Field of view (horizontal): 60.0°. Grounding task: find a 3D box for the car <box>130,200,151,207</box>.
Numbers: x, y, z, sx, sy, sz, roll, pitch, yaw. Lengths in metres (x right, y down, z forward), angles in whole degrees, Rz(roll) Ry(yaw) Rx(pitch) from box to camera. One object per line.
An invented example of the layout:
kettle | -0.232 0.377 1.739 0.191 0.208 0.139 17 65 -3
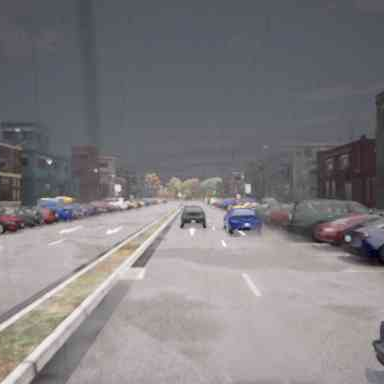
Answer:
car | -12.651 2.788 81.365 4.792 1.488 2.163 0 -1 0

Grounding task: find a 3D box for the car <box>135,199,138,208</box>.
car | -12.656 2.377 59.141 4.792 1.488 2.163 0 -1 0

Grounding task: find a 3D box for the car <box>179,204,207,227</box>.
car | 0.099 1.816 25.539 1.837 1.490 4.892 0 0 0

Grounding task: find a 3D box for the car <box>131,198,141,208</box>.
car | -12.866 2.396 61.921 5.366 1.575 1.946 0 -1 0

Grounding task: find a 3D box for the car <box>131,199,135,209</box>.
car | -12.662 2.326 56.364 4.792 1.488 2.163 0 -1 0

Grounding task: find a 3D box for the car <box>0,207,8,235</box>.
car | -12.736 1.712 17.337 4.792 1.488 2.163 0 -1 0

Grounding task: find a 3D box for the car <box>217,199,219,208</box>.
car | 7.594 2.392 61.010 5.008 1.535 2.097 0 -1 0

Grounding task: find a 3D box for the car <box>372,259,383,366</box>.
car | 3.098 1.561 1.545 2.033 1.411 5.357 0 -1 0

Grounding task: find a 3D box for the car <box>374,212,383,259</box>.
car | 7.670 1.448 8.628 4.553 1.767 2.185 0 -1 0

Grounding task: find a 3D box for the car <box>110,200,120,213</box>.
car | -12.710 2.141 45.122 4.674 1.452 2.002 0 -1 0

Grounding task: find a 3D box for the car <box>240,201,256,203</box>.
car | 7.609 1.936 33.439 4.792 1.488 2.163 0 -1 0

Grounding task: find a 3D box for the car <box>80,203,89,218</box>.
car | -12.745 1.883 31.356 4.892 1.521 2.231 0 -1 0

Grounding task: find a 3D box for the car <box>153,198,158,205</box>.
car | -12.687 2.959 92.482 4.892 1.521 2.231 0 -1 0

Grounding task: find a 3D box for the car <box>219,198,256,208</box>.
car | 7.588 1.981 52.745 5.566 2.045 2.435 0 -1 0

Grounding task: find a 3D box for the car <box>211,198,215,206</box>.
car | 7.549 2.361 72.043 5.566 2.045 2.435 0 -1 0

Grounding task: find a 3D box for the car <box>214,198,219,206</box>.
car | 7.552 2.432 69.284 4.553 1.767 2.185 0 -1 0

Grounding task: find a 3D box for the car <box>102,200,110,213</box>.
car | -12.730 2.011 39.567 4.892 1.521 2.231 0 -1 0

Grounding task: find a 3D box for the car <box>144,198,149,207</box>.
car | -12.675 2.606 73.028 5.008 1.535 2.097 0 -1 0

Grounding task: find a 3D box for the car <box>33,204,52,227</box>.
car | -12.748 1.760 22.895 4.892 1.521 2.231 0 -1 0

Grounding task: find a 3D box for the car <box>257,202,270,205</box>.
car | 7.607 1.660 25.170 4.553 1.767 2.185 0 -1 0

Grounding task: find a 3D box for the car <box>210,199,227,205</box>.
car | 7.565 2.894 93.977 4.553 1.767 2.185 0 -1 0

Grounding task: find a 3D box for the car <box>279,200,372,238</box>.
car | 7.667 1.424 16.901 5.566 2.045 2.435 0 -1 0

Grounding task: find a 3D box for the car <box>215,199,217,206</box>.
car | 7.586 2.545 66.654 4.674 1.452 2.002 0 -1 0

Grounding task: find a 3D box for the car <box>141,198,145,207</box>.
car | -12.676 2.500 67.353 5.008 1.535 2.097 0 -1 0

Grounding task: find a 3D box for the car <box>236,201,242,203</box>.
car | 7.609 1.979 36.195 4.792 1.488 2.163 0 -1 0

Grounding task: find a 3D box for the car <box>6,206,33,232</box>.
car | -12.765 1.720 20.115 5.008 1.535 2.097 0 -1 0

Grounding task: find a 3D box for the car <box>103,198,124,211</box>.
car | -12.739 2.024 47.995 4.553 1.767 2.185 0 -1 0

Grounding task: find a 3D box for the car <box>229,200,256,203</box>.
car | 7.453 1.991 38.952 5.366 1.575 1.946 0 -1 0

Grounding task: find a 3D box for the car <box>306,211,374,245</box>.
car | 7.636 1.680 14.140 4.674 1.452 2.002 0 -1 0

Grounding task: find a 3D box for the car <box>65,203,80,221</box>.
car | -12.738 1.841 28.577 5.008 1.535 2.097 0 -1 0

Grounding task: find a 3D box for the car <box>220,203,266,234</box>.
car | 3.098 1.729 21.194 1.882 1.535 5.008 0 -1 0

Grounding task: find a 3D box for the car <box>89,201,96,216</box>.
car | -12.731 1.963 34.009 4.674 1.452 2.002 0 -1 0

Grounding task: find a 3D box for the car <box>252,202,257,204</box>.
car | 7.668 1.854 27.924 4.792 1.488 2.163 0 -1 0

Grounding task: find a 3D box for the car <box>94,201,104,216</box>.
car | -12.757 1.995 36.788 4.792 1.488 2.163 0 -1 0

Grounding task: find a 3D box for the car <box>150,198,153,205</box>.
car | -12.648 2.457 78.590 5.566 2.045 2.435 0 -1 0

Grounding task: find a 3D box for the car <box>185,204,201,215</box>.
car | 0.094 2.160 41.748 1.895 1.301 4.718 0 -1 0

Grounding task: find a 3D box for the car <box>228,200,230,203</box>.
car | 7.661 2.115 44.470 4.792 1.488 2.163 0 -1 0

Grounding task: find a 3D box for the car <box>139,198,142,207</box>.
car | -12.704 2.480 64.698 4.792 1.488 2.163 0 -1 0

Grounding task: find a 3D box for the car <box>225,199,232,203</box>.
car | 7.812 2.130 47.229 5.366 1.575 1.946 0 -1 0

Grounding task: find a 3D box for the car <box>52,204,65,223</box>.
car | -12.778 1.828 25.672 4.792 1.488 2.163 0 -1 0

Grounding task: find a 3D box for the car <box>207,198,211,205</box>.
car | 7.568 2.723 91.344 5.566 2.045 2.435 0 -1 0

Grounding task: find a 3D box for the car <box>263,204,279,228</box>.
car | 7.633 1.747 22.411 5.008 1.535 2.097 0 -1 0

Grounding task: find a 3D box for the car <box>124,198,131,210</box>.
car | -12.730 1.946 50.809 5.566 2.045 2.435 0 -1 0

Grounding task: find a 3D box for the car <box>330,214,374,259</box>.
car | 7.668 1.636 11.383 4.792 1.488 2.163 0 -1 0
